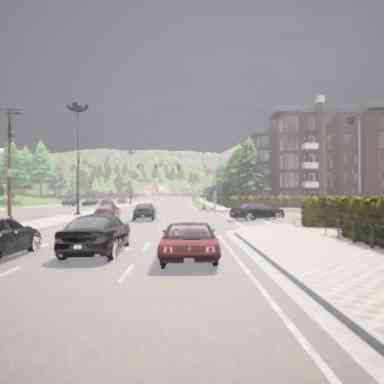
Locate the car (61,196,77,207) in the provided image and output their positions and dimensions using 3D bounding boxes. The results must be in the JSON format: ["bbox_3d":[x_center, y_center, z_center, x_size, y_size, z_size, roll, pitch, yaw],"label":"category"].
[{"bbox_3d":[-24.458,1.875,67.177,2.150,2.045,5.566,0,0,-1],"label":"car"}]

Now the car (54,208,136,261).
[{"bbox_3d":[-3.625,1.598,12.916,1.882,1.535,5.008,0,0,-1],"label":"car"}]

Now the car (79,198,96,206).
[{"bbox_3d":[-20.960,2.228,67.439,1.895,1.301,4.718,0,0,-1],"label":"car"}]

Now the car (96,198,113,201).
[{"bbox_3d":[-17.461,2.209,67.542,1.895,1.301,4.718,0,0,-1],"label":"car"}]

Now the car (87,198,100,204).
[{"bbox_3d":[-24.741,2.272,83.713,1.837,1.490,4.892,0,0,-1],"label":"car"}]

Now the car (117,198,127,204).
[{"bbox_3d":[-17.745,2.241,83.982,1.837,1.490,4.892,0,0,-1],"label":"car"}]

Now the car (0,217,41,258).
[{"bbox_3d":[-7.108,1.636,11.762,1.837,1.490,4.892,0,0,-1],"label":"car"}]

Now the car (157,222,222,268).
[{"bbox_3d":[-0.105,1.692,11.707,1.895,1.301,4.718,0,0,-1],"label":"car"}]

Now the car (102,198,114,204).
[{"bbox_3d":[-21.243,2.252,83.882,1.837,1.490,4.892,0,0,-1],"label":"car"}]

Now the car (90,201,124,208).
[{"bbox_3d":[-7.740,1.804,30.649,1.812,1.442,4.674,0,0,-3],"label":"car"}]

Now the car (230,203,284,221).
[{"bbox_3d":[5.690,1.667,28.862,5.008,1.535,1.882,0,-2,-25],"label":"car"}]

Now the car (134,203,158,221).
[{"bbox_3d":[-4.198,1.758,29.995,1.837,1.490,4.892,0,-1,-3],"label":"car"}]
